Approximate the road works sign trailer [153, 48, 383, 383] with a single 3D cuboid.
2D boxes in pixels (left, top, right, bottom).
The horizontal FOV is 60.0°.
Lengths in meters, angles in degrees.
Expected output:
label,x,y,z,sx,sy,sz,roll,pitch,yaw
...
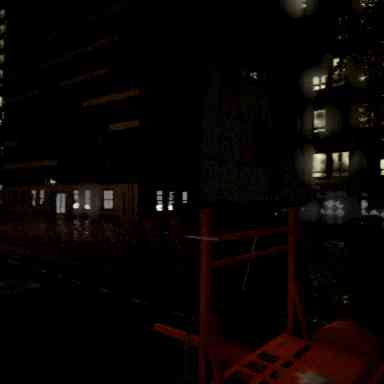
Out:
label,x,y,z,sx,sy,sz,roll,pitch,yaw
road works sign trailer,0.593,0.567,3.751,2.880,3.560,2.380,0,-2,40
